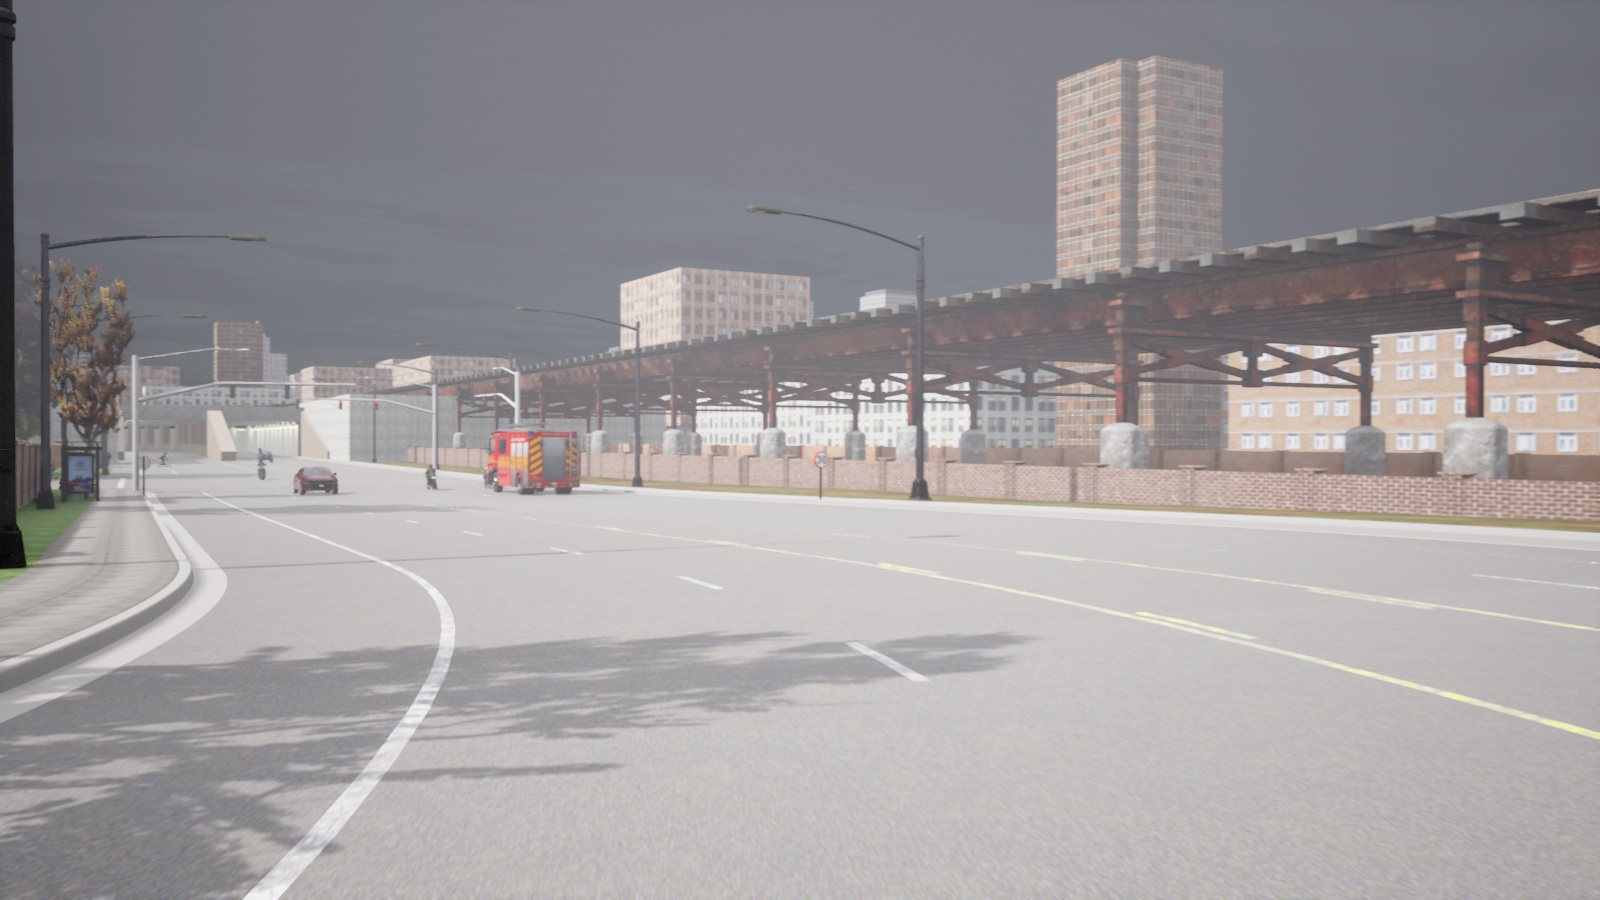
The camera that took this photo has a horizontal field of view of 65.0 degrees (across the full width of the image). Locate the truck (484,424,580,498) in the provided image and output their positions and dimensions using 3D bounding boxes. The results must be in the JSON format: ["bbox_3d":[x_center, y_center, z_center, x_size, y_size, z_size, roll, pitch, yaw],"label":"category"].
[{"bbox_3d":[-14.877,0.579,69.158,2.891,3.827,8.468,-1,0,-28],"label":"truck"}]

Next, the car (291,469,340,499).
[{"bbox_3d":[-26.543,1.847,68.713,1.882,1.535,5.008,-1,0,-28],"label":"car"}]
